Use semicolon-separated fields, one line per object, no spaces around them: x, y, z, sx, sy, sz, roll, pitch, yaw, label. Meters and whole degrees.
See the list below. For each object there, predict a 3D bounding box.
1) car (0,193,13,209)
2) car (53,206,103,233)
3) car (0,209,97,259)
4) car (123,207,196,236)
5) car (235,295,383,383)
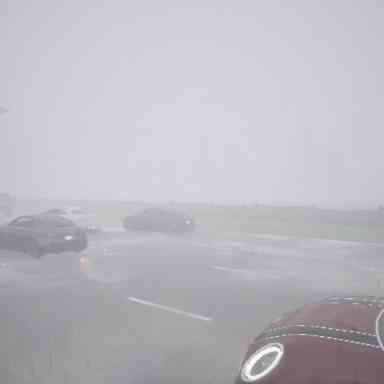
-18.434;1.118;30.220;5.566;2.045;2.150;0;0;36;car
-6.613;1.476;17.376;4.674;1.442;1.812;0;0;36;car
-5.818;1.526;12.505;4.181;1.385;1.994;0;0;36;car
-1.816;1.525;18.252;4.181;1.385;1.994;0;0;36;car
2.537;1.354;2.174;4.553;1.767;2.097;0;0;36;car
